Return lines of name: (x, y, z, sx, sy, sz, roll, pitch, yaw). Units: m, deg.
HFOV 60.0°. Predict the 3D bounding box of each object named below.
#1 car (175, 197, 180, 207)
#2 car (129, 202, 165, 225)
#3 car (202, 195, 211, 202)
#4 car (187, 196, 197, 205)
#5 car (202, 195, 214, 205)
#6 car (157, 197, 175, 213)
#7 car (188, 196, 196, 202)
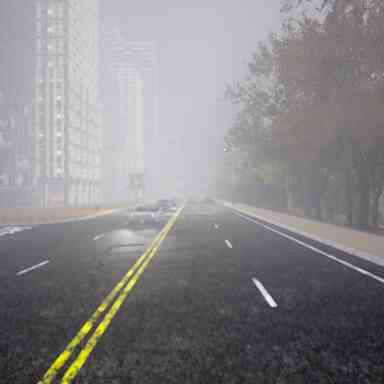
car: (-3.303, 1.668, 52.047, 1.994, 1.385, 4.181, 0, 0, 0)
car: (-3.344, 1.662, 24.541, 1.895, 1.301, 4.718, 0, 0, 0)
car: (3.272, 1.511, 74.820, 1.882, 1.535, 5.008, 0, 0, 0)
car: (0.019, 1.679, 64.427, 2.033, 1.411, 5.357, 0, 0, 0)
car: (3.268, 1.635, 64.426, 1.837, 1.490, 4.892, 0, 0, 0)
car: (-3.335, 1.583, 39.009, 1.837, 1.490, 4.892, 0, -1, 0)
car: (0.022, 1.558, 74.821, 1.812, 1.442, 4.674, 0, 0, 0)
